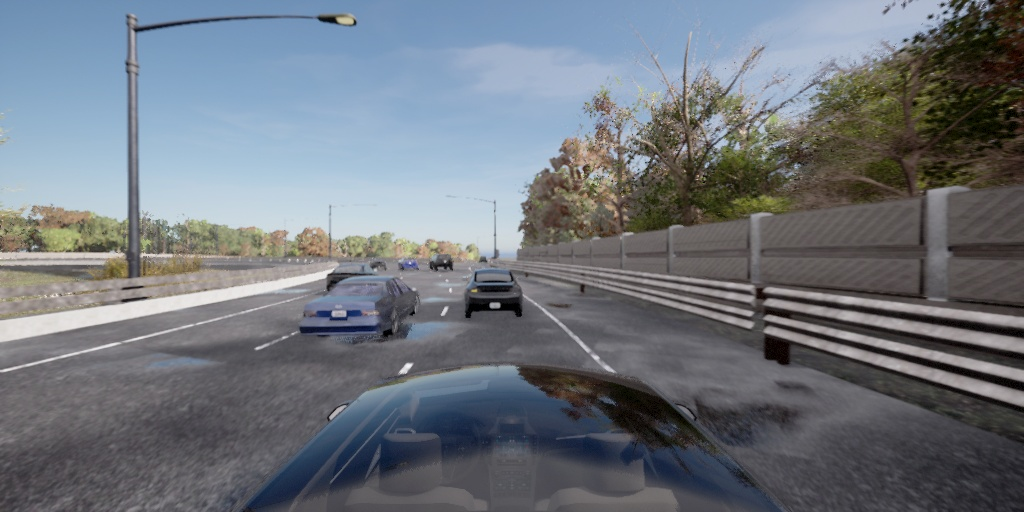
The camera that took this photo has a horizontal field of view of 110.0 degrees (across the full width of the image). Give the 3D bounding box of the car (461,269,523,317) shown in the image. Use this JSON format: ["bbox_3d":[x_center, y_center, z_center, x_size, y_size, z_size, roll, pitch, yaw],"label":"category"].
[{"bbox_3d":[-0.738,1.194,12.936,1.837,1.490,4.892,0,0,-6],"label":"car"}]

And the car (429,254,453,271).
[{"bbox_3d":[-8.899,0.762,44.821,2.150,2.045,5.566,0,0,-22],"label":"car"}]

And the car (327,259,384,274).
[{"bbox_3d":[-8.840,1.156,20.266,1.882,1.535,5.008,0,0,-10],"label":"car"}]

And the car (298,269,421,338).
[{"bbox_3d":[-3.911,1.265,10.145,2.033,1.411,5.357,0,0,-5],"label":"car"}]

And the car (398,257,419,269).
[{"bbox_3d":[-13.466,0.901,46.400,2.097,1.767,4.553,0,0,-24],"label":"car"}]

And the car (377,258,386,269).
[{"bbox_3d":[-17.860,1.064,47.552,1.837,1.490,4.892,0,0,-26],"label":"car"}]
